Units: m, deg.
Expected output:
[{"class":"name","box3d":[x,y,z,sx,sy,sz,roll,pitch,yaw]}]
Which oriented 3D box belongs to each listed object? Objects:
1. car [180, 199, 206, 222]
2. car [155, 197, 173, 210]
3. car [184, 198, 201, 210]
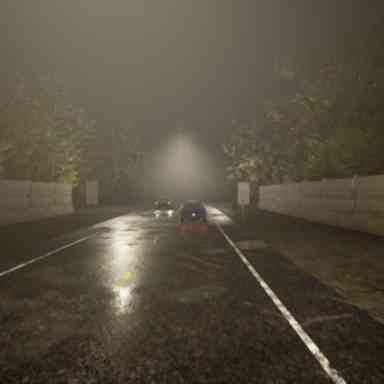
[{"class":"car","box3d":[0.114,1.509,26.316,1.882,1.535,5.008,-1,0,0]},{"class":"car","box3d":[-3.542,1.390,42.884,2.097,1.767,4.553,1,0,0]},{"class":"car","box3d":[0.097,1.598,44.267,2.033,1.411,5.357,0,0,0]}]
